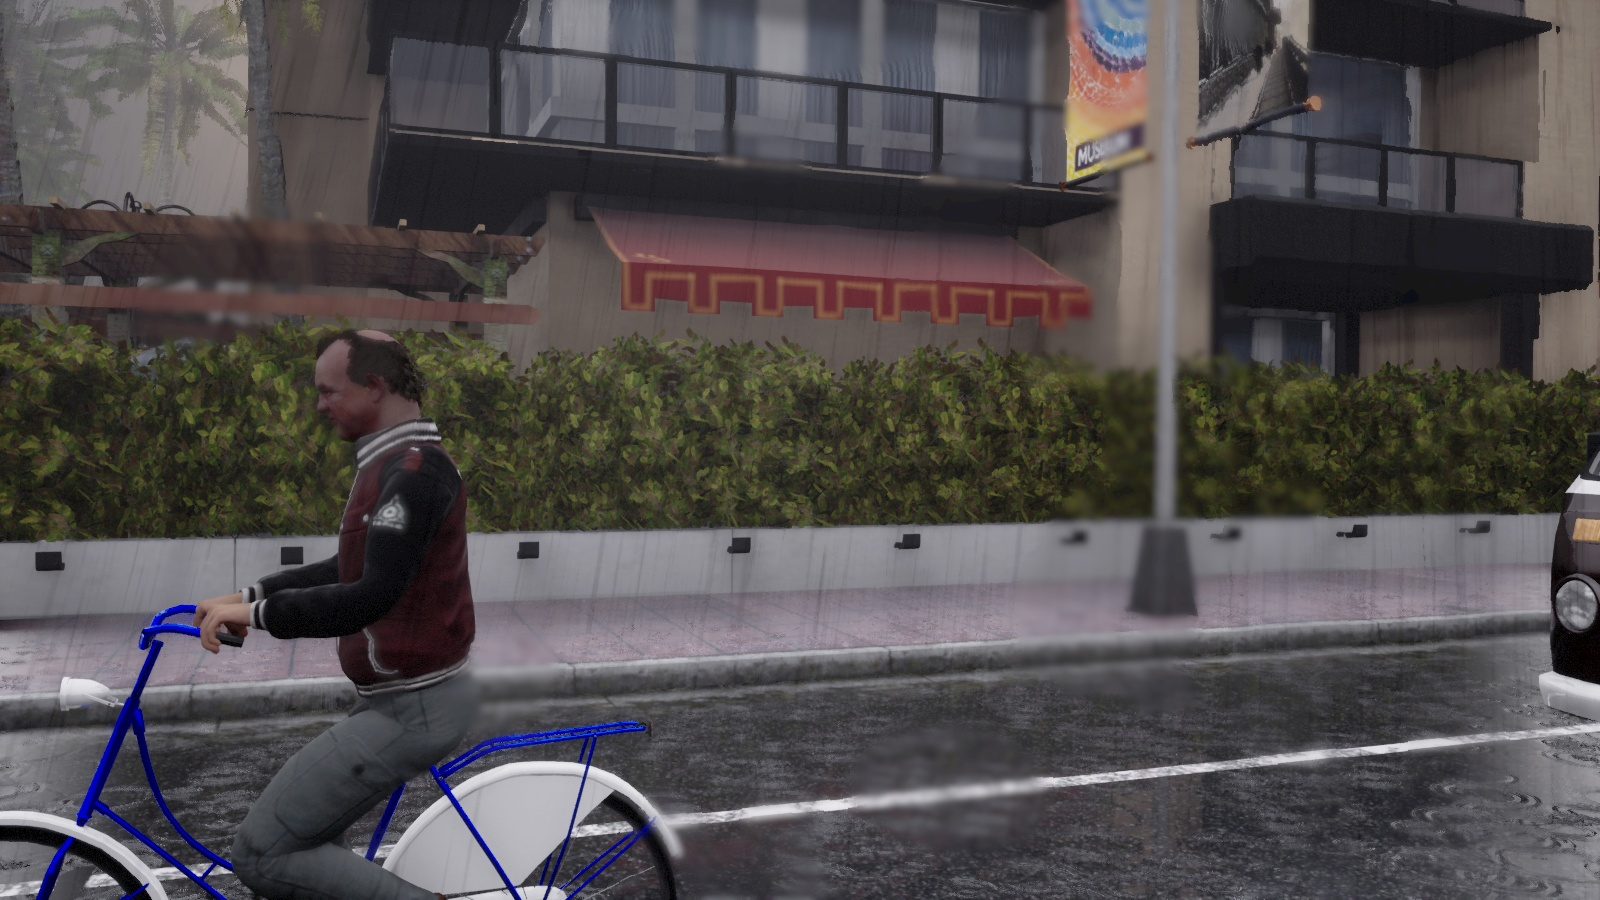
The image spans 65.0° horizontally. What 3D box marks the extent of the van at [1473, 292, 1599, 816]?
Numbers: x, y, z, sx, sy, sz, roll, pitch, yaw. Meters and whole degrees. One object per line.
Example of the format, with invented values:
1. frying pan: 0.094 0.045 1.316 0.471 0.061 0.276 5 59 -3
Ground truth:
1. van: 5.368 0.378 5.225 4.480 2.038 2.069 -1 1 -20

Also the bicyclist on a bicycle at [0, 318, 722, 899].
1. bicyclist on a bicycle: -1.157 0.636 2.793 1.843 1.776 0.659 -1 1 -21
